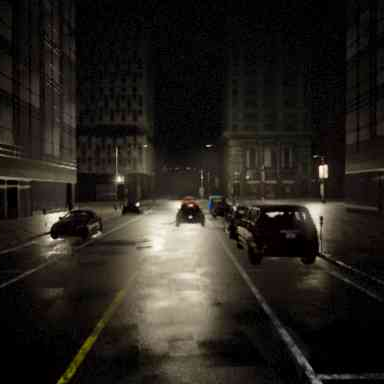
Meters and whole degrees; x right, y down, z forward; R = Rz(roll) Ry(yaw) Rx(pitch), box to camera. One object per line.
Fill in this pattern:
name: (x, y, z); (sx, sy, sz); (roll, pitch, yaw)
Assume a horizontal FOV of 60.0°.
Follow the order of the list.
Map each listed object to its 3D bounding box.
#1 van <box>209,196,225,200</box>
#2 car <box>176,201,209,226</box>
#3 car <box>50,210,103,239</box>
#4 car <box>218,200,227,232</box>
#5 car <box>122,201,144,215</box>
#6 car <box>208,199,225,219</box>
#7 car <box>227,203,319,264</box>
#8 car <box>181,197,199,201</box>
van: (2.529, 1.338, 34.302); (1.690, 1.788, 3.998); (0, 0, -1)
car: (-0.120, 1.572, 23.265); (1.994, 1.385, 4.181); (0, 0, -1)
car: (-5.830, 1.601, 17.272); (1.802, 1.307, 4.206); (0, 0, -1)
car: (2.694, 1.442, 17.357); (1.967, 1.590, 4.097); (0, 0, -1)
car: (-5.994, 1.580, 34.219); (1.947, 1.339, 4.313); (0, 0, -1)
car: (2.585, 1.582, 28.654); (1.802, 1.307, 4.206); (0, 0, -1)
car: (2.748, 1.316, 11.708); (2.192, 1.841, 5.009); (0, 0, -1)
car: (-0.284, 1.350, 40.004); (2.097, 1.767, 4.553); (0, 0, -1)
